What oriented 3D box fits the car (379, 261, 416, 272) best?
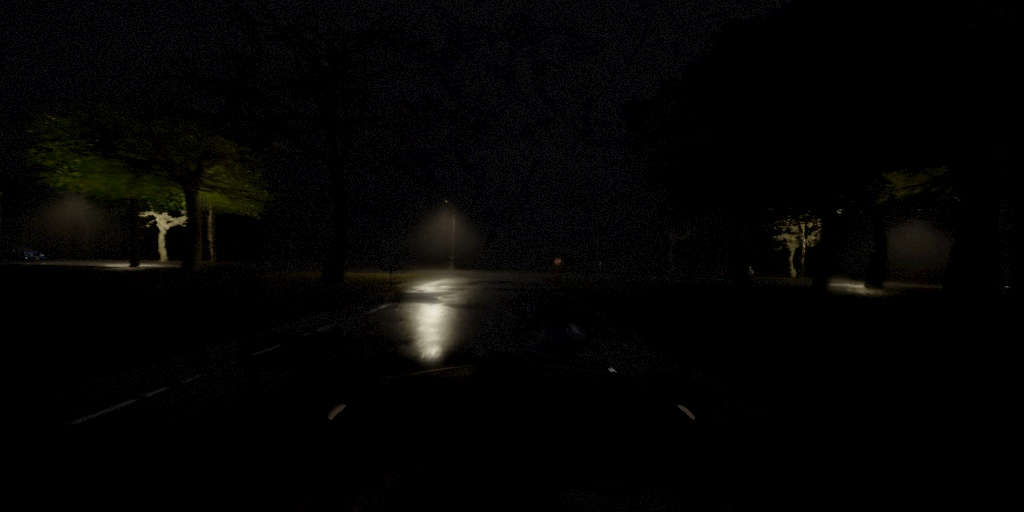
[{"bbox_3d":[-15.750,1.452,49.362,4.902,1.511,2.128,2,0,0],"label":"car"}]
